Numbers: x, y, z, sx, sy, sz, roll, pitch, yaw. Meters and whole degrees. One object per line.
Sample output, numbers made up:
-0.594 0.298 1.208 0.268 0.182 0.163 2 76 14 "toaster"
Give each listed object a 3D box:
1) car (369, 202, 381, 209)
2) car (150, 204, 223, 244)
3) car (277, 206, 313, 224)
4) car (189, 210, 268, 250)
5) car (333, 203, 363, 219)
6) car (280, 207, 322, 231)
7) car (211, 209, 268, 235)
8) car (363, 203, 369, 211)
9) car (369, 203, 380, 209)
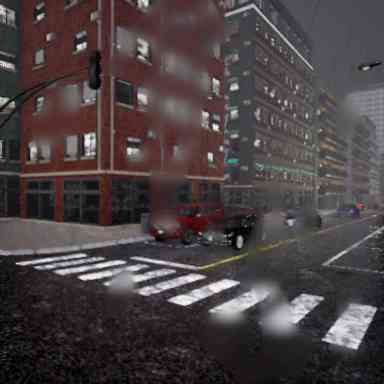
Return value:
42.821 3.150 77.922 1.887 1.381 4.507 -1 -2 35 "car"
0.001 1.583 17.525 2.192 1.841 5.009 -1 -2 35 "car"
9.784 2.098 31.321 1.752 1.417 4.829 -1 -2 35 "car"
2.129 1.786 16.060 1.837 1.490 4.892 0 -1 34 "car"
17.610 2.112 37.801 2.097 1.767 4.553 0 -1 36 "car"
8.122 1.958 24.473 2.128 1.511 4.902 0 -1 35 "car"
3.294 1.915 22.166 1.887 1.381 4.507 -1 -2 35 "car"
29.645 2.738 59.337 1.887 1.381 4.507 -1 -2 35 "car"
39.527 3.047 73.275 1.887 1.381 4.507 -1 -2 35 "car"
